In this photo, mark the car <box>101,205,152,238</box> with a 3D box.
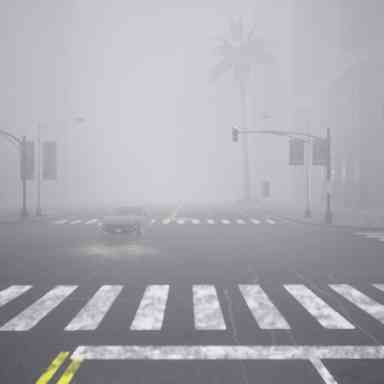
[{"bbox_3d":[-3.258,1.417,17.232,1.882,1.535,5.008,0,0,0],"label":"car"}]

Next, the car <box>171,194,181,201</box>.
[{"bbox_3d":[-3.294,1.108,69.709,1.812,1.442,4.674,0,0,0],"label":"car"}]
